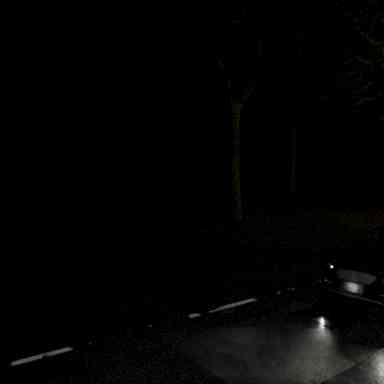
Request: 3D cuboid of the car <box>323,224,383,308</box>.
[{"bbox_3d":[4.941,1.478,7.516,4.902,1.511,2.128,0,0,-36],"label":"car"}]
